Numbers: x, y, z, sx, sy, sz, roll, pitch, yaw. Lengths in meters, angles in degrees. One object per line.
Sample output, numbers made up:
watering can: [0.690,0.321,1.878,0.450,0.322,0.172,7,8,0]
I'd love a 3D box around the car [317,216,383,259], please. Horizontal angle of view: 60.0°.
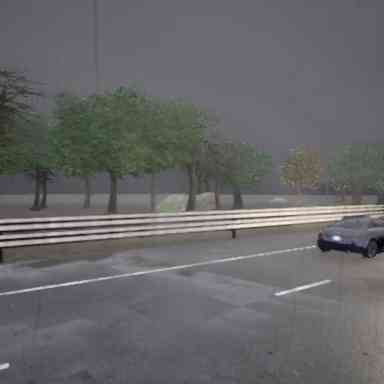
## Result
car: [6.745,1.611,12.890,4.181,1.385,1.994,0,0,-35]
